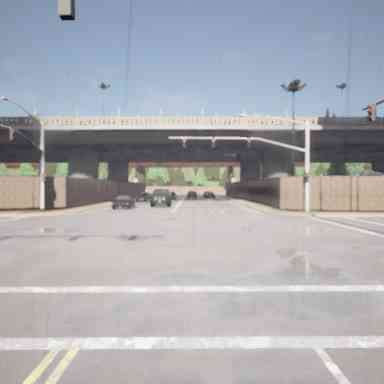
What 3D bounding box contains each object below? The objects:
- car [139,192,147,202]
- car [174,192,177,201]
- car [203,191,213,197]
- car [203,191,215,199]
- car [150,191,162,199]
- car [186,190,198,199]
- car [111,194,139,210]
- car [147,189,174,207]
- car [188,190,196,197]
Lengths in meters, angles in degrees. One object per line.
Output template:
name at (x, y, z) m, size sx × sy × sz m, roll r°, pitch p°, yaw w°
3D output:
car at (-7.071, 0.787, 48.623) m, size 1.837 × 1.490 × 4.892 m, roll 0°, pitch 1°, yaw 0°
car at (-3.524, 0.684, 55.684) m, size 1.837 × 1.490 × 4.892 m, roll 0°, pitch 1°, yaw 1°
car at (3.518, 0.451, 74.741) m, size 1.994 × 1.385 × 4.181 m, roll 0°, pitch 1°, yaw 0°
car at (3.516, 0.572, 64.755) m, size 1.812 × 1.442 × 4.674 m, roll 0°, pitch 1°, yaw 0°
car at (-6.995, 0.532, 65.728) m, size 1.837 × 1.490 × 4.892 m, roll 0°, pitch 2°, yaw 0°
car at (0.016, 0.556, 64.380) m, size 1.837 × 1.490 × 4.892 m, roll 0°, pitch 1°, yaw 0°
car at (-7.108, 1.032, 34.825) m, size 2.033 × 1.411 × 5.357 m, roll 0°, pitch 1°, yaw -3°
car at (-3.583, 0.646, 39.001) m, size 2.150 × 2.045 × 5.566 m, roll 0°, pitch 1°, yaw -1°
car at (0.018, 0.398, 74.741) m, size 1.837 × 1.490 × 4.892 m, roll 0°, pitch 1°, yaw 0°
